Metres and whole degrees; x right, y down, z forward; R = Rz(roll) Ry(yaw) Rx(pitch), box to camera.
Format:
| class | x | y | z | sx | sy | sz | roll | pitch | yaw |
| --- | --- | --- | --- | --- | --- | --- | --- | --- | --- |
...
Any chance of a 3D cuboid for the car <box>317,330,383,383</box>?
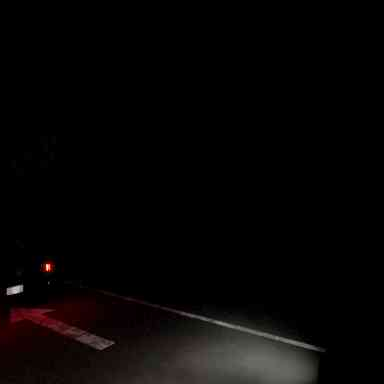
| class | x | y | z | sx | sy | sz | roll | pitch | yaw |
| --- | --- | --- | --- | --- | --- | --- | --- | --- | --- |
| car | 3.084 | 1.526 | 1.718 | 4.674 | 1.442 | 1.812 | 0 | 0 | 36 |

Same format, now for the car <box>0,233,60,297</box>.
| class | x | y | z | sx | sy | sz | roll | pitch | yaw |
| --- | --- | --- | --- | --- | --- | --- | --- | --- | --- |
| car | -5.211 | 1.601 | 7.713 | 4.718 | 1.301 | 1.895 | 0 | 0 | 35 |
